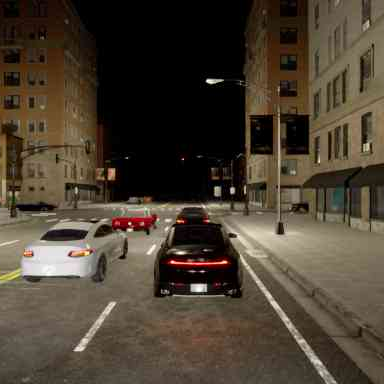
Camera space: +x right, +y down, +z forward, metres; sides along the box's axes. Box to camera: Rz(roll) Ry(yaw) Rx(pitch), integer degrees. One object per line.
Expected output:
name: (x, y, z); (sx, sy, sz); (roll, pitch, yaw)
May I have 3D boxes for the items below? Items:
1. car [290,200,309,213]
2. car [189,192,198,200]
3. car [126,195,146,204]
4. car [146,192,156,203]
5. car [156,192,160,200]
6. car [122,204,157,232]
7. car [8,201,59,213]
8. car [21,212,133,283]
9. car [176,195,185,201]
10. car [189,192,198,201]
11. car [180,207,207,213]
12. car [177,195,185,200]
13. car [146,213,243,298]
car: (13.213, 1.528, 36.317); (4.902, 1.511, 2.128); (0, 0, -1)
car: (0.394, 1.070, 90.175); (2.150, 2.045, 5.566); (0, 0, 0)
car: (-9.596, 1.538, 55.515); (2.033, 1.411, 5.357); (0, 0, 0)
car: (-9.447, 1.340, 69.414); (2.097, 1.767, 4.553); (0, 0, 0)
car: (-9.382, 0.973, 84.339); (2.150, 2.045, 5.566); (0, 0, 0)
car: (-3.071, 1.600, 18.738); (1.895, 1.301, 4.718); (0, 0, 0)
car: (-17.043, 1.603, 35.883); (4.718, 1.301, 1.895); (0, 0, -6)
car: (-3.115, 1.525, 9.581); (1.812, 1.442, 4.674); (0, 0, 0)
car: (-2.900, 1.502, 80.157); (1.812, 1.442, 4.674); (0, 0, 0)
car: (0.349, 1.477, 79.726); (1.837, 1.490, 4.892); (0, 0, 0)
car: (0.075, 1.524, 17.746); (1.812, 1.442, 4.674); (0, 0, 0)
car: (-2.856, 1.398, 90.160); (1.994, 1.385, 4.181); (0, 0, 0)
car: (0.136, 1.505, 8.501); (1.837, 1.490, 4.892); (0, 0, 0)
